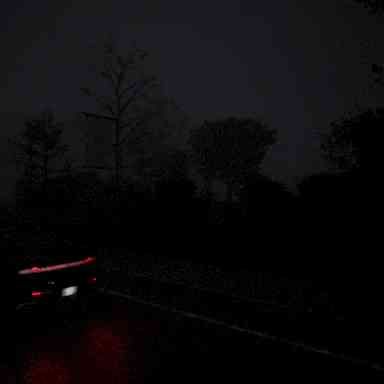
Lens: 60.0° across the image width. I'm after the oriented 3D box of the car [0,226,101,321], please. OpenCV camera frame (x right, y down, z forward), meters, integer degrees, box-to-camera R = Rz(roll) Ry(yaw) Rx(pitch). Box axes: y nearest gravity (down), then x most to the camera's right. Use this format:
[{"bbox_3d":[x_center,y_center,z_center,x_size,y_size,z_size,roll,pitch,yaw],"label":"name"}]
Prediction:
[{"bbox_3d":[-4.010,1.495,7.256,4.902,1.511,2.128,0,0,38],"label":"car"}]
